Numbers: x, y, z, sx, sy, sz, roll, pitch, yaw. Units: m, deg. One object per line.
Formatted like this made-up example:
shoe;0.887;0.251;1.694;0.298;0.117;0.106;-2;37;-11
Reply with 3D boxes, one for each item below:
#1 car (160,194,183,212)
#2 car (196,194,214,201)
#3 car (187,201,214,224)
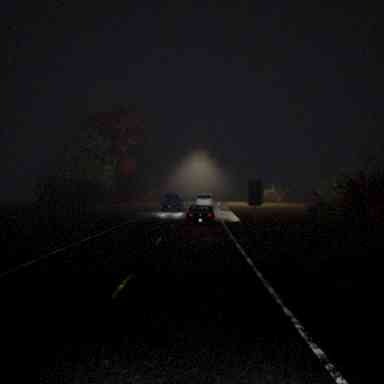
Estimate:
car;-2.279;1.208;39.083;2.150;2.045;5.566;0;0;4
car;1.646;1.207;42.423;2.150;2.045;5.566;0;0;4
car;0.653;1.595;24.570;1.895;1.301;4.718;0;0;2
